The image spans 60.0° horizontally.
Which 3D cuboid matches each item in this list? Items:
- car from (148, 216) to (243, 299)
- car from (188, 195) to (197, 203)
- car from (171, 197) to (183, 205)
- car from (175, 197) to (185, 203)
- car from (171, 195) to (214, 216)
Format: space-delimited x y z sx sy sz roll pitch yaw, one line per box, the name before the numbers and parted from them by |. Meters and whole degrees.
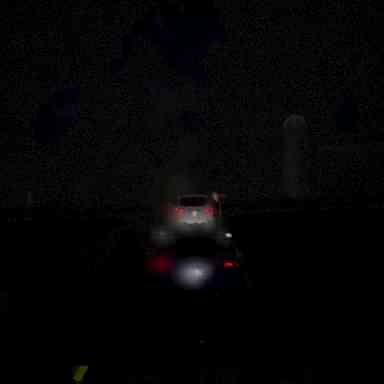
car | 0.094 1.532 8.395 1.994 1.385 4.181 0 0 1
car | 0.033 1.683 80.301 2.097 1.767 4.553 0 -1 0
car | -2.767 1.660 62.177 1.994 1.385 4.181 0 -1 1
car | -2.719 1.832 77.924 2.033 1.411 5.357 0 -1 0
car | 0.085 1.166 19.698 2.150 2.045 5.566 0 0 -1
